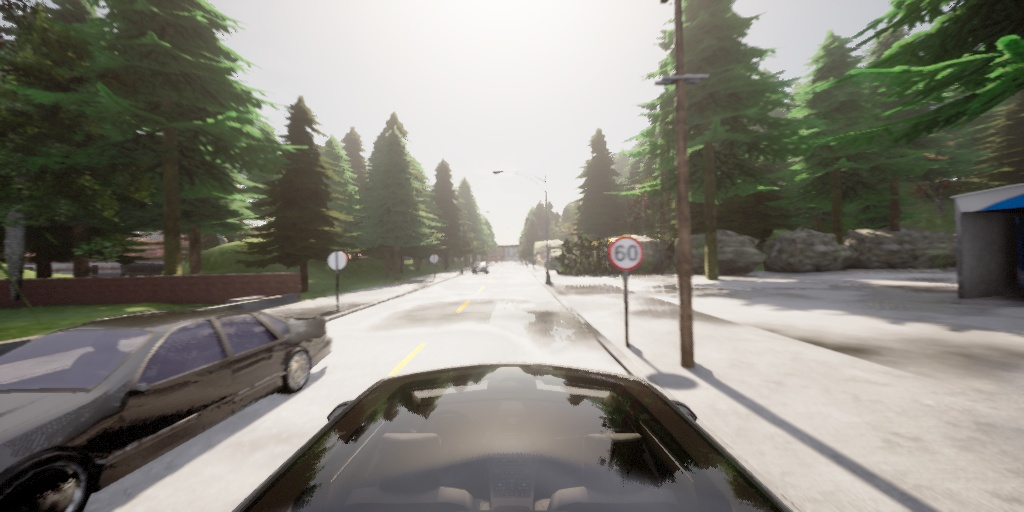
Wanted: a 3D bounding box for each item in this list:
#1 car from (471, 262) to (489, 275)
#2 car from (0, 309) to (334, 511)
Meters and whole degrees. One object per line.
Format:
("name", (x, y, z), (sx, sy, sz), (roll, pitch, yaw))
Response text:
("car", (-3.833, 1.452, 43.759), (2.128, 1.511, 4.902), (-1, 0, 1))
("car", (-4.161, 1.403, 4.149), (2.033, 1.411, 5.357), (-1, 0, 1))
